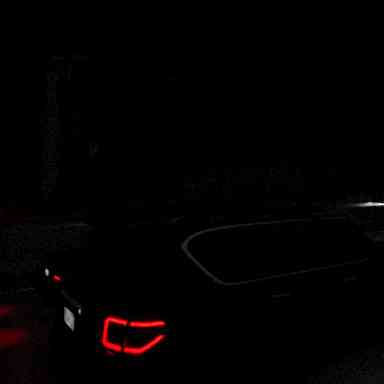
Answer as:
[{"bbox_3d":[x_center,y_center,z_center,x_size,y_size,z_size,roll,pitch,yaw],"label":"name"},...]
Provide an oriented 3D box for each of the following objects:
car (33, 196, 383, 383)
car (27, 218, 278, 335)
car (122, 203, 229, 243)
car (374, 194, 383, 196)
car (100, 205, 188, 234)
[{"bbox_3d":[1.093,1.186,4.525,5.566,2.045,2.150,-1,0,-35],"label":"car"},{"bbox_3d":[-0.623,1.508,7.600,5.357,1.411,2.033,-1,0,-35],"label":"car"},{"bbox_3d":[-0.698,1.385,16.392,5.008,1.535,1.882,-1,0,-36],"label":"car"},{"bbox_3d":[29.695,1.025,52.831,1.895,1.301,4.718,0,0,36],"label":"car"},{"bbox_3d":[-2.694,1.508,19.265,4.718,1.301,1.895,-1,0,-36],"label":"car"}]
